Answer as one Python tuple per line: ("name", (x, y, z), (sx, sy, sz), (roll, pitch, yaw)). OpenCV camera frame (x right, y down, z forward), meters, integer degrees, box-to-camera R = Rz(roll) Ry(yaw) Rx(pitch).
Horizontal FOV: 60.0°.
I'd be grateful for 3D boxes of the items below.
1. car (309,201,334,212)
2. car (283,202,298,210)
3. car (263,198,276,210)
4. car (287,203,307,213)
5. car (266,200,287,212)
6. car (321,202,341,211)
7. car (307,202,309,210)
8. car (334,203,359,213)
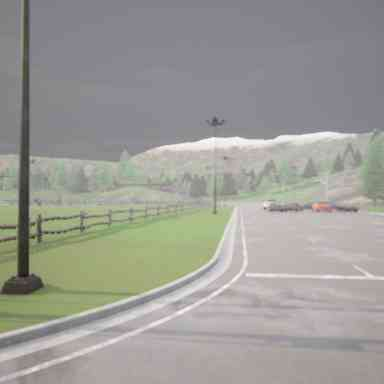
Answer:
("car", (20.037, 2.193, 51.456), (2.097, 1.767, 4.553), (0, -1, 8))
("car", (17.800, 2.580, 60.454), (1.895, 1.301, 4.718), (0, -1, 8))
("car", (14.337, 2.204, 60.961), (2.150, 2.045, 5.566), (0, -1, 8))
("car", (15.659, 2.376, 51.051), (2.033, 1.411, 5.357), (0, -1, 32))
("car", (12.885, 2.387, 50.975), (1.994, 1.385, 4.181), (0, -1, 8))
("car", (24.724, 2.521, 59.425), (2.033, 1.411, 5.357), (0, -1, 8))
("car", (21.260, 2.540, 59.924), (1.994, 1.385, 4.181), (0, -1, 8))
("car", (23.357, 2.423, 49.931), (1.895, 1.301, 4.718), (0, -1, 8))
